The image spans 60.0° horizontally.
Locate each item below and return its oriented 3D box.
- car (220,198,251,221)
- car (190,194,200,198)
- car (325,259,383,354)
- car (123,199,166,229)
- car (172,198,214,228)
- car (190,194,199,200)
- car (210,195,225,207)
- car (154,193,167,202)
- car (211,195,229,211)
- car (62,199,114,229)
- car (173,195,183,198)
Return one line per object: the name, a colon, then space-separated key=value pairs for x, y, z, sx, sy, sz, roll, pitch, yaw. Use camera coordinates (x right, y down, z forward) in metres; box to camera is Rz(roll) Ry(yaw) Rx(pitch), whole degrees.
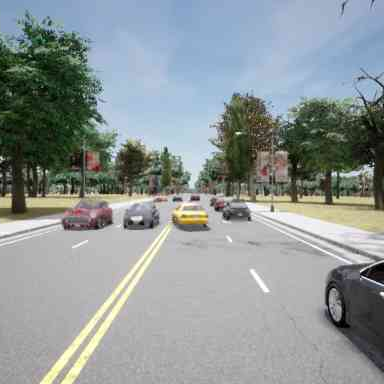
car: x=3.473 y=1.438 z=26.086 sx=1.812 sy=1.442 sz=4.674 roll=0 pitch=0 yaw=0
car: x=0.643 y=1.104 z=66.236 sx=1.882 sy=1.535 sz=5.008 roll=0 pitch=0 yaw=1
car: x=3.284 y=1.503 z=4.091 sx=1.837 sy=1.490 sz=4.892 roll=0 pitch=0 yaw=0
car: x=-3.167 y=1.435 z=21.529 sx=2.128 sy=1.511 sz=4.902 roll=0 pitch=0 yaw=1
car: x=-0.176 y=1.397 z=21.770 sx=1.801 sy=1.575 sz=5.366 roll=0 pitch=0 yaw=-9
car: x=0.674 y=1.096 z=78.544 sx=2.033 sy=1.411 sz=5.357 roll=0 pitch=0 yaw=0
car: x=3.662 y=1.220 z=48.086 sx=1.882 sy=1.535 sz=5.008 roll=0 pitch=0 yaw=0
car: x=-5.998 y=0.992 z=63.814 sx=2.097 sy=1.767 sz=4.553 roll=0 pitch=0 yaw=1
car: x=3.568 y=1.330 z=37.116 sx=2.163 sy=1.488 sz=4.792 roll=0 pitch=0 yaw=0
car: x=-6.421 y=1.299 z=20.948 sx=2.097 sy=1.767 sz=4.553 roll=0 pitch=0 yaw=1
car: x=-2.747 y=1.240 z=63.917 sx=1.895 sy=1.301 sz=4.718 roll=0 pitch=0 yaw=1
